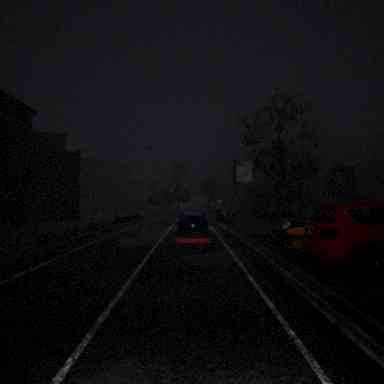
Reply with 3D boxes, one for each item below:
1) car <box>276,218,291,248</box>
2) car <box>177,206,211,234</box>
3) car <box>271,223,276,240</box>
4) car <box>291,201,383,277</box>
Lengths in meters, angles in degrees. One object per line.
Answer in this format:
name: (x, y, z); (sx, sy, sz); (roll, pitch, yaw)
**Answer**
car: (6.186, 1.618, 13.003); (5.008, 1.535, 2.097); (0, -1, -1)
car: (0.040, 1.892, 22.001); (1.882, 1.535, 5.008); (0, -2, 0)
car: (6.176, 1.543, 16.040); (4.553, 1.767, 2.185); (0, -1, -1)
car: (6.244, 1.319, 10.090); (5.566, 2.045, 2.435); (0, -1, -1)
